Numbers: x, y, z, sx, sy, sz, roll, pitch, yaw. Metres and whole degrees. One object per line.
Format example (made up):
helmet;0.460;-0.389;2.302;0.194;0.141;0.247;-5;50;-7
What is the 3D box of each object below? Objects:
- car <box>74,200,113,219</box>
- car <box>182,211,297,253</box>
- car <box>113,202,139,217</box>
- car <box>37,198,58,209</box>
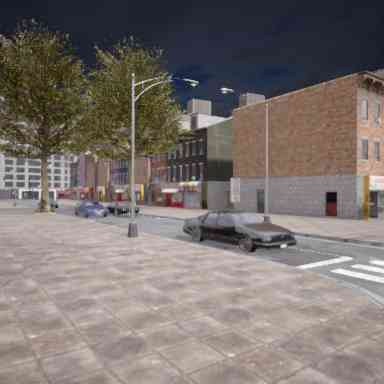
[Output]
car;-8.884;1.463;28.976;1.812;1.442;4.674;0;0;-35
car;1.689;1.509;13.915;2.033;1.411;5.357;0;0;-36
car;-6.774;1.549;31.108;1.895;1.301;4.718;0;0;-35
car;-18.854;1.492;43.367;1.994;1.385;4.181;0;0;-35
